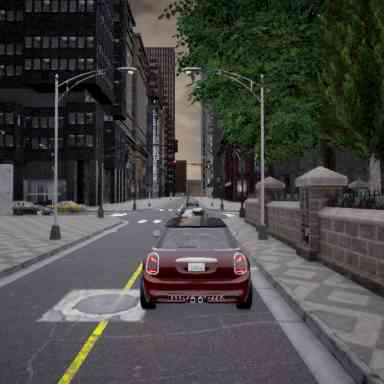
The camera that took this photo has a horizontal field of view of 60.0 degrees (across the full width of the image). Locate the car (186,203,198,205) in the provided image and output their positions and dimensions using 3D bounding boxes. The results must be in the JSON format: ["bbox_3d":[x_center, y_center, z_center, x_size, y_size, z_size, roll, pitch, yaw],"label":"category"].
[{"bbox_3d":[0.044,1.541,18.172,1.812,1.442,4.674,0,0,0],"label":"car"}]

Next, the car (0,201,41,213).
[{"bbox_3d":[-20.226,1.709,38.625,4.403,1.369,2.008,0,-1,0],"label":"car"}]

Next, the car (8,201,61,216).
[{"bbox_3d":[-14.726,1.518,30.088,4.403,1.369,2.008,0,-1,0],"label":"car"}]

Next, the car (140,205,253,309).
[{"bbox_3d":[0.075,1.357,8.046,2.097,1.767,4.553,0,0,0],"label":"car"}]

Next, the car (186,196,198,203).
[{"bbox_3d":[0.018,1.670,57.011,1.994,1.385,4.181,0,0,-1],"label":"car"}]

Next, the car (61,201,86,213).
[{"bbox_3d":[-14.883,1.676,38.612,4.829,1.417,1.752,0,-1,0],"label":"car"}]

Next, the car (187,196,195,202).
[{"bbox_3d":[-0.264,1.769,89.441,2.128,1.511,4.902,0,0,0],"label":"car"}]
